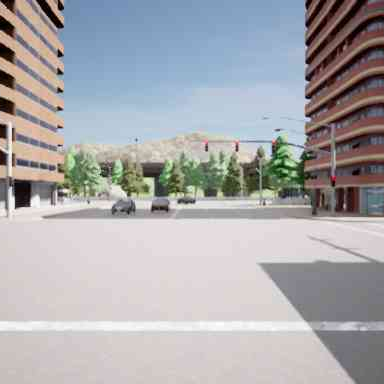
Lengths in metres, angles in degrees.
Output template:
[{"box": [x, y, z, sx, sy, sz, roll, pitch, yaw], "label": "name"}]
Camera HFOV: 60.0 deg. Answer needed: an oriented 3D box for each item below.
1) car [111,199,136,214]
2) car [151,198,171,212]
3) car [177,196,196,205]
[{"box": [-7.032, 1.477, 34.519, 2.128, 1.511, 4.902, 0, 0, 0], "label": "car"}, {"box": [-3.508, 1.461, 37.837, 1.882, 1.535, 5.008, 0, 0, 1], "label": "car"}, {"box": [-1.027, 1.453, 59.081, 2.128, 1.511, 4.902, 0, 0, -27], "label": "car"}]
